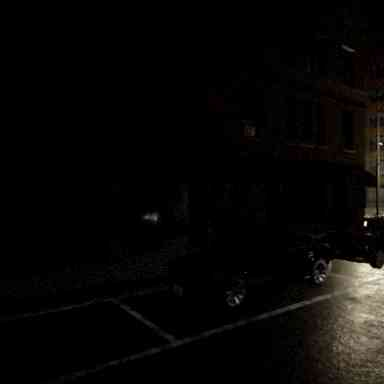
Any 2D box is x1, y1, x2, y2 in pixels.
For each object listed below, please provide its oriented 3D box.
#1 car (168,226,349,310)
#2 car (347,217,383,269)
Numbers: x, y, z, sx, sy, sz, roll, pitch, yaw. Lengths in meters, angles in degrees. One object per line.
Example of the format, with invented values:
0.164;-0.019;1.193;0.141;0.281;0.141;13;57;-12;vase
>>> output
1.512;1.556;7.817;4.313;1.339;1.947;0;0;-35;car
6.130;1.522;11.089;4.507;1.381;1.887;0;0;-35;car
